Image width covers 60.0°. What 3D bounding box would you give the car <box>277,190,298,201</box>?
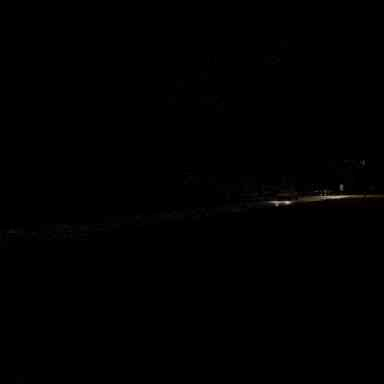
[{"bbox_3d":[14.249,0.495,49.543,1.882,1.535,5.008,-1,0,35],"label":"car"}]
